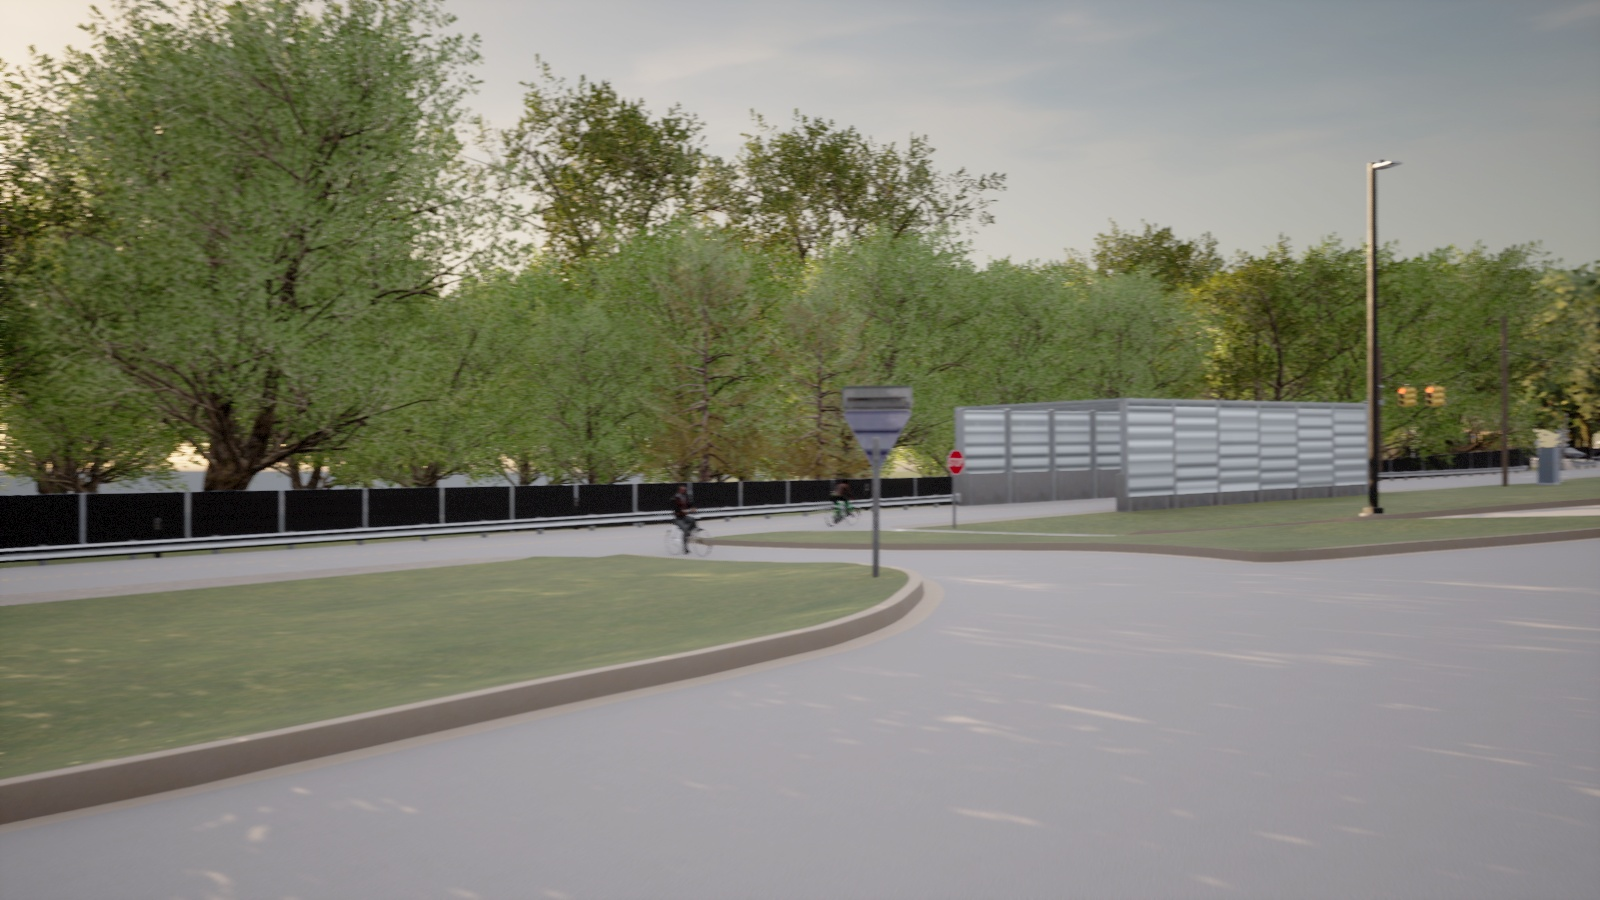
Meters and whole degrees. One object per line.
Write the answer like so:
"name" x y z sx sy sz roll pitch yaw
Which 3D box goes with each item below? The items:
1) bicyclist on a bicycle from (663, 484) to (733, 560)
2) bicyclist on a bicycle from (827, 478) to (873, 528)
"bicyclist on a bicycle" -2.505 1.744 30.580 0.659 1.776 1.843 -2 -1 -41
"bicyclist on a bicycle" 1.715 1.797 43.000 1.656 1.620 0.582 -1 0 -44
